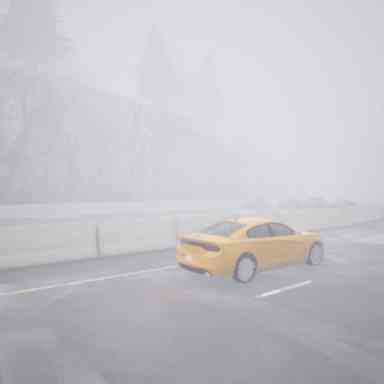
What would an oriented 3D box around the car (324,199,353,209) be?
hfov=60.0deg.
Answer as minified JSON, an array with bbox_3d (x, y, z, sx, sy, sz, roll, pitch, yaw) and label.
[{"bbox_3d":[17.682,1.533,38.963,2.033,1.411,5.357,0,0,42],"label":"car"}]

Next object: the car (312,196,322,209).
[{"bbox_3d":[15.218,1.343,41.511,2.097,1.767,4.553,0,0,42],"label":"car"}]

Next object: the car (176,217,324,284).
[{"bbox_3d":[1.886,1.480,9.711,5.008,1.535,1.882,0,0,-38],"label":"car"}]
